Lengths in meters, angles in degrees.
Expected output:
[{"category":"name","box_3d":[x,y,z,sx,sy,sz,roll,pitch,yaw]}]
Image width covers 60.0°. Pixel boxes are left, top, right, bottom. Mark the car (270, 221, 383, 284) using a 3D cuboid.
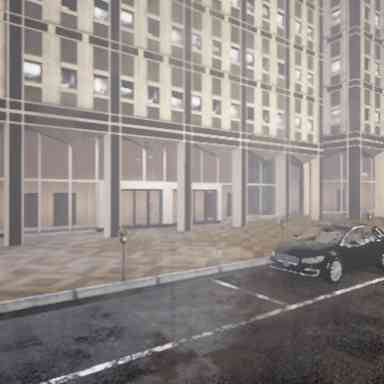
[{"category":"car","box_3d":[4.105,1.551,9.484,4.403,1.369,2.008,0,0,-35]}]
